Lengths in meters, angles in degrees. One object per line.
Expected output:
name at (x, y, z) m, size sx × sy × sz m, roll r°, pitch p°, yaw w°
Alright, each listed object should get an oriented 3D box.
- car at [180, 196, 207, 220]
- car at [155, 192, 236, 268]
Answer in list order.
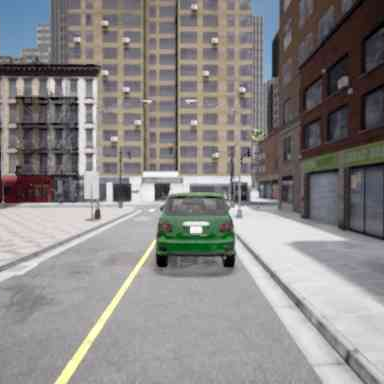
car at (0.065, 1.093, 25.008) m, size 1.837 × 1.490 × 4.892 m, roll 0°, pitch 1°, yaw -1°
car at (0.096, 1.037, 10.831) m, size 2.150 × 2.045 × 5.566 m, roll 0°, pitch 0°, yaw 0°
